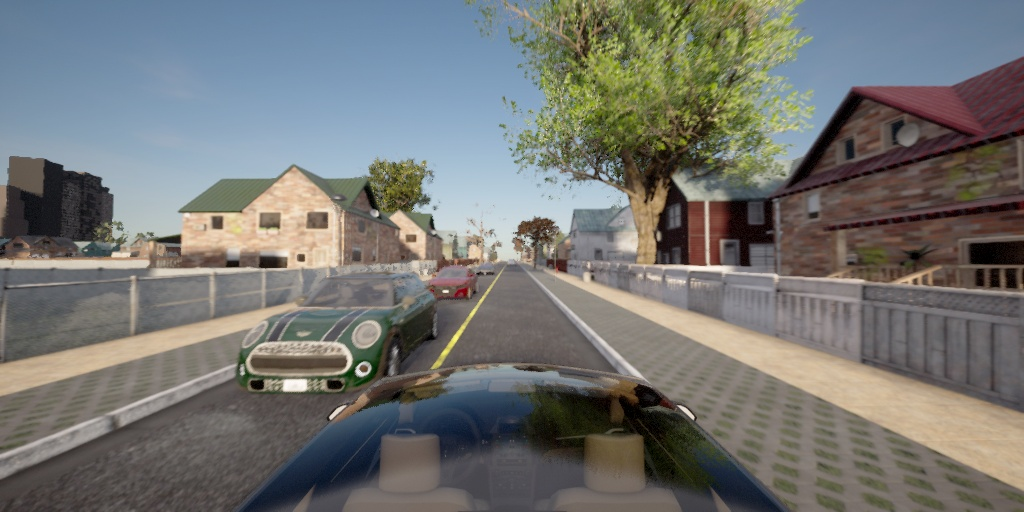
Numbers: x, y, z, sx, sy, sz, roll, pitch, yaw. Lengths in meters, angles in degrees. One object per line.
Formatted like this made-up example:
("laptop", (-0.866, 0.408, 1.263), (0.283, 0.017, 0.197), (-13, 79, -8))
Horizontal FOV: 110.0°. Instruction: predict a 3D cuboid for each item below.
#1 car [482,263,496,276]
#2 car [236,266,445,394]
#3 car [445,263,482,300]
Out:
("car", (-2.768, 1.427, 39.350), (2.033, 1.411, 5.357), (0, 0, 0))
("car", (-2.846, 1.110, 6.954), (2.097, 1.767, 4.553), (0, 0, 0))
("car", (-2.828, 1.249, 17.906), (1.882, 1.535, 5.008), (0, 0, 1))
